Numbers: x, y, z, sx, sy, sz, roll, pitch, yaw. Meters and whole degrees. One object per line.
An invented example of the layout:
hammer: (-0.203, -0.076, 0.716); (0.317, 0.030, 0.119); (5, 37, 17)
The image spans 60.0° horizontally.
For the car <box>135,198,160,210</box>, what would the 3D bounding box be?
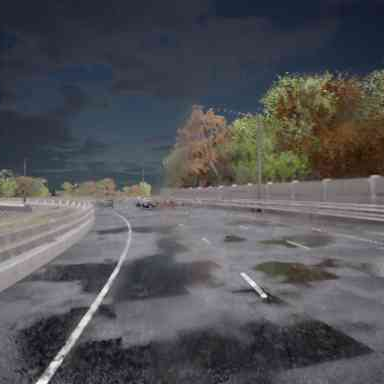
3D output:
car: (-6.435, 1.675, 45.513); (1.895, 1.301, 4.718); (-1, 0, -25)

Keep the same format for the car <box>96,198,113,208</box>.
car: (-13.697, 1.651, 51.943); (2.128, 1.511, 4.902); (0, 0, -29)

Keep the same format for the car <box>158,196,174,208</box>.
car: (-4.327, 1.402, 49.015); (2.097, 1.767, 4.553); (-1, 0, -25)
